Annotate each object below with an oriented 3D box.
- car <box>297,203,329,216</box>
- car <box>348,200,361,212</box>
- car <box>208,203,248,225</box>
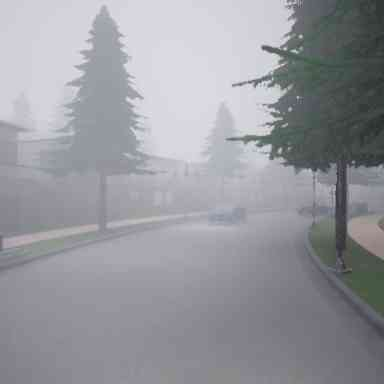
[{"bbox_3d":[13.170,1.851,36.013,1.895,1.301,4.718,0,0,41],"label":"car"},{"bbox_3d":[21.574,1.826,44.540,5.008,1.535,1.882,0,0,-39],"label":"car"},{"bbox_3d":[2.869,1.608,25.971,1.882,1.535,5.008,0,0,26],"label":"car"}]
